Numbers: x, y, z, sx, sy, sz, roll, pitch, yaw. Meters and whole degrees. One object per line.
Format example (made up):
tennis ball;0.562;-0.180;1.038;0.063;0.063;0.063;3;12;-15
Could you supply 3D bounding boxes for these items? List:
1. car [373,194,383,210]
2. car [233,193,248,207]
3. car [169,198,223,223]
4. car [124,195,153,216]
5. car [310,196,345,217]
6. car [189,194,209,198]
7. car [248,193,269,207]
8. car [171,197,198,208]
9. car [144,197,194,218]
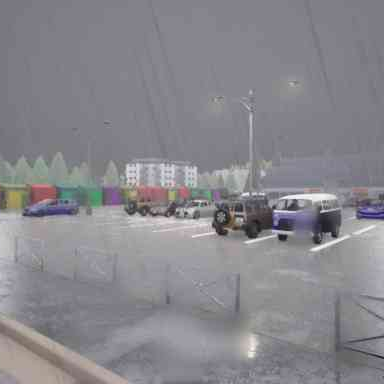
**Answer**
car;27.454;1.213;46.998;1.905;1.878;3.866;0;0;39
car;9.927;1.449;61.137;1.970;1.475;3.806;0;0;39
car;0.387;1.450;27.000;1.970;1.475;3.806;0;0;39
car;-3.982;1.207;30.469;1.932;1.855;4.605;0;0;39
car;14.367;1.451;35.117;1.970;1.475;3.806;0;0;39
car;1.171;1.207;45.671;1.932;1.855;4.605;0;0;39
car;12.171;1.210;59.308;1.905;1.878;3.866;0;0;39
car;-1.041;1.417;47.542;1.784;1.438;3.905;0;0;39
car;-1.864;1.418;28.821;1.784;1.438;3.905;0;0;39
